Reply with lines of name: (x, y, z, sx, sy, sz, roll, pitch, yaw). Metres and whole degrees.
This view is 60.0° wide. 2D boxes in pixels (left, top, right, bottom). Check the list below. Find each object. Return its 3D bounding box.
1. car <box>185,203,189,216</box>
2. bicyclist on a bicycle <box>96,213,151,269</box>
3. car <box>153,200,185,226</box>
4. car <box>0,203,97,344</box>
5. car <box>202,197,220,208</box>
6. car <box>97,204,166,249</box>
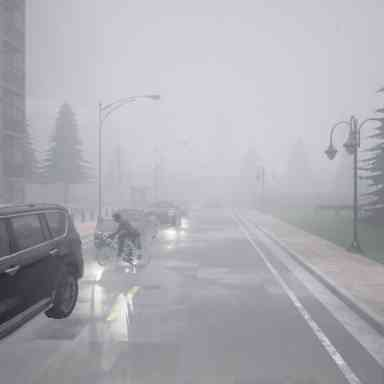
car: (-1.393, 1.604, 32.046, 1.895, 1.301, 4.718, 0, 0, 5)
bicyclist on a bicycle: (-2.029, 1.454, 9.795, 1.656, 1.620, 0.582, -1, 0, 4)
car: (-1.984, 1.355, 23.446, 2.097, 1.767, 4.553, 0, 0, 5)
car: (-3.392, 1.222, 4.555, 2.150, 2.045, 5.566, 0, 0, 4)
car: (2.667, 1.500, 46.574, 2.128, 1.511, 4.902, 0, 0, -8)
car: (-2.686, 1.493, 14.430, 2.128, 1.511, 4.902, 0, 0, 4)
